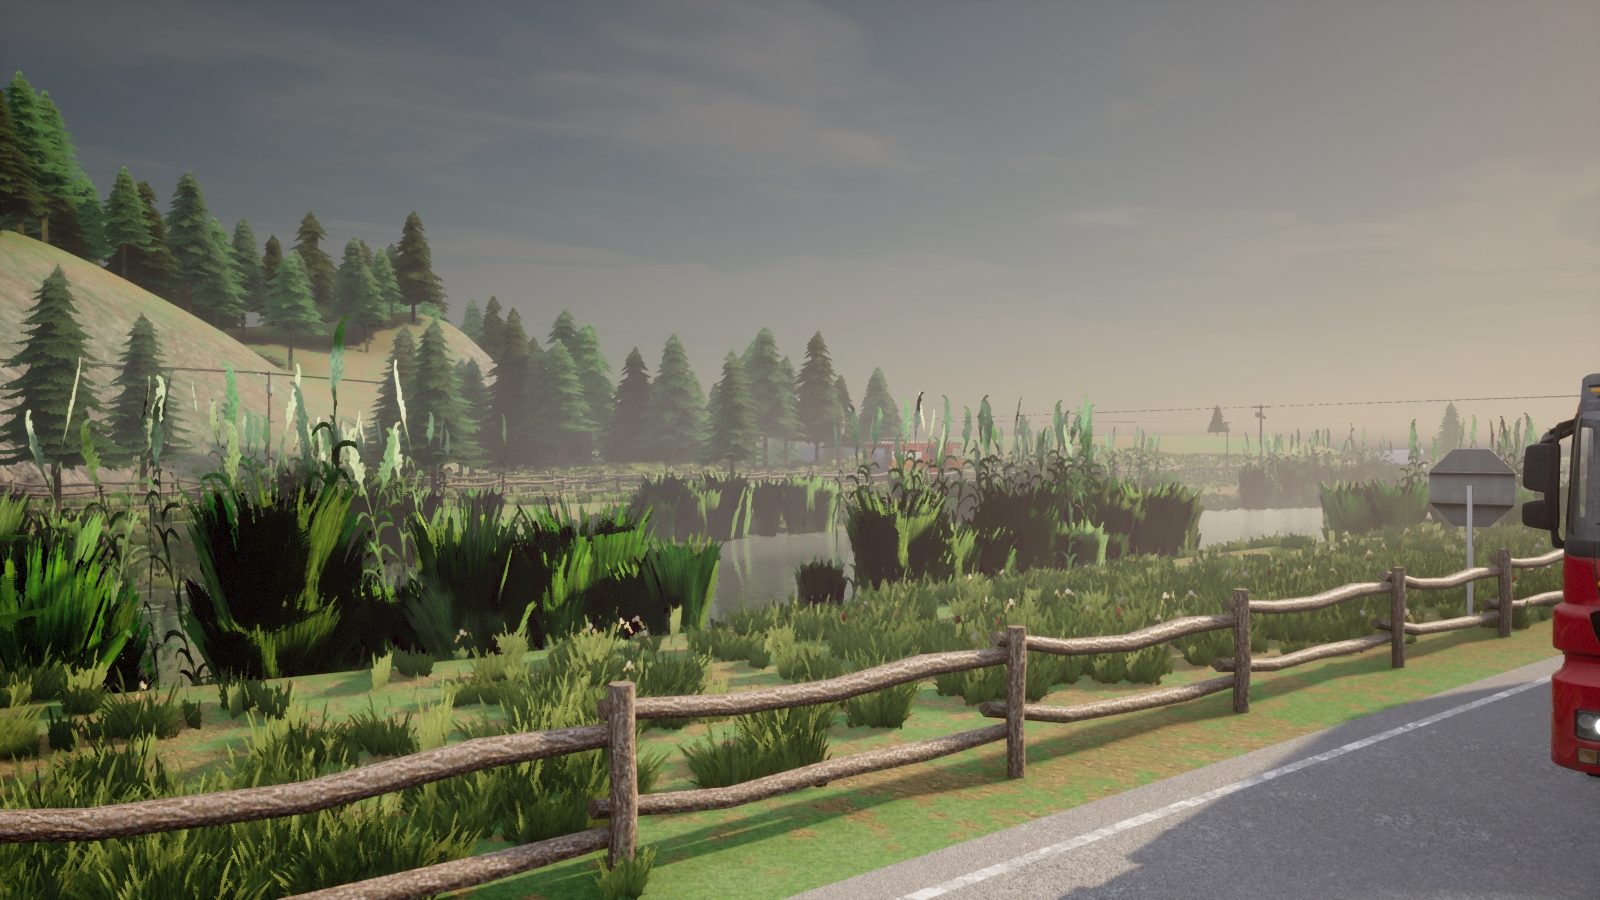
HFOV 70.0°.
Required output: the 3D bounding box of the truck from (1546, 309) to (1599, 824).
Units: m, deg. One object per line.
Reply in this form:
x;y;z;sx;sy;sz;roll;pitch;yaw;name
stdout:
9.557;0.862;10.963;2.891;3.827;8.468;0;0;41;truck
